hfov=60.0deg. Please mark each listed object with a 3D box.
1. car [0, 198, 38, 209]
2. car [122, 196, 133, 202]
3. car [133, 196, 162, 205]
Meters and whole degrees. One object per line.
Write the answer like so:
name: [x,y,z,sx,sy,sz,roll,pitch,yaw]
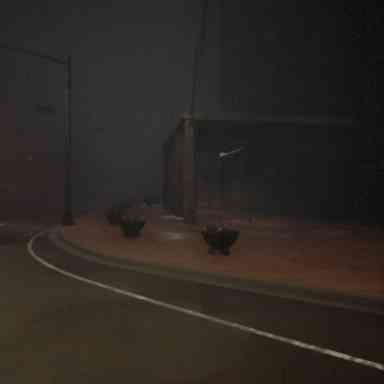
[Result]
car: [-21.738,1.364,40.999,4.718,1.301,1.895,0,0,-35]
car: [-9.850,1.341,55.490,1.812,1.442,4.674,0,0,32]
car: [-6.707,1.346,53.514,1.837,1.490,4.892,0,0,30]
